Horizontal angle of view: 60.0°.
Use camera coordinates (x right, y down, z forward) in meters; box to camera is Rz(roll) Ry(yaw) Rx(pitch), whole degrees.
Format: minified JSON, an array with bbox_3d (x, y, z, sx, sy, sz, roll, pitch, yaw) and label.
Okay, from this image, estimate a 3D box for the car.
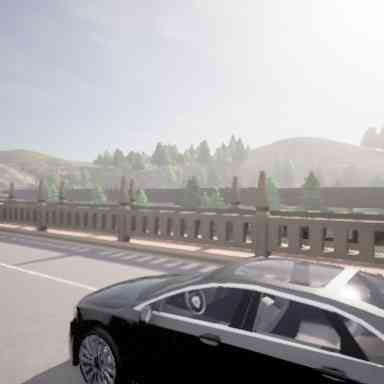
[{"bbox_3d":[0.688,1.486,3.505,4.902,1.511,2.128,0,0,35],"label":"car"}]
